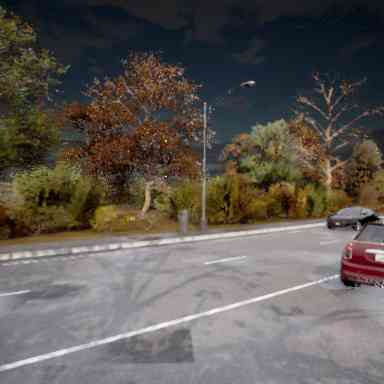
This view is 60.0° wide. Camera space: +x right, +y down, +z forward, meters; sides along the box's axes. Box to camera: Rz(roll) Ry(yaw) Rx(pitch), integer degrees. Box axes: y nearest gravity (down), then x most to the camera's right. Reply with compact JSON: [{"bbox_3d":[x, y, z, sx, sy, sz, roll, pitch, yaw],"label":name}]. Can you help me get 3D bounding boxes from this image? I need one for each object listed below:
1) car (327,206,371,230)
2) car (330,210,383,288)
[{"bbox_3d":[10.887,1.728,22.362,5.008,1.535,1.882,1,0,-42],"label":"car"},{"bbox_3d":[5.741,1.461,8.428,4.553,1.767,2.097,1,-1,-39],"label":"car"}]
